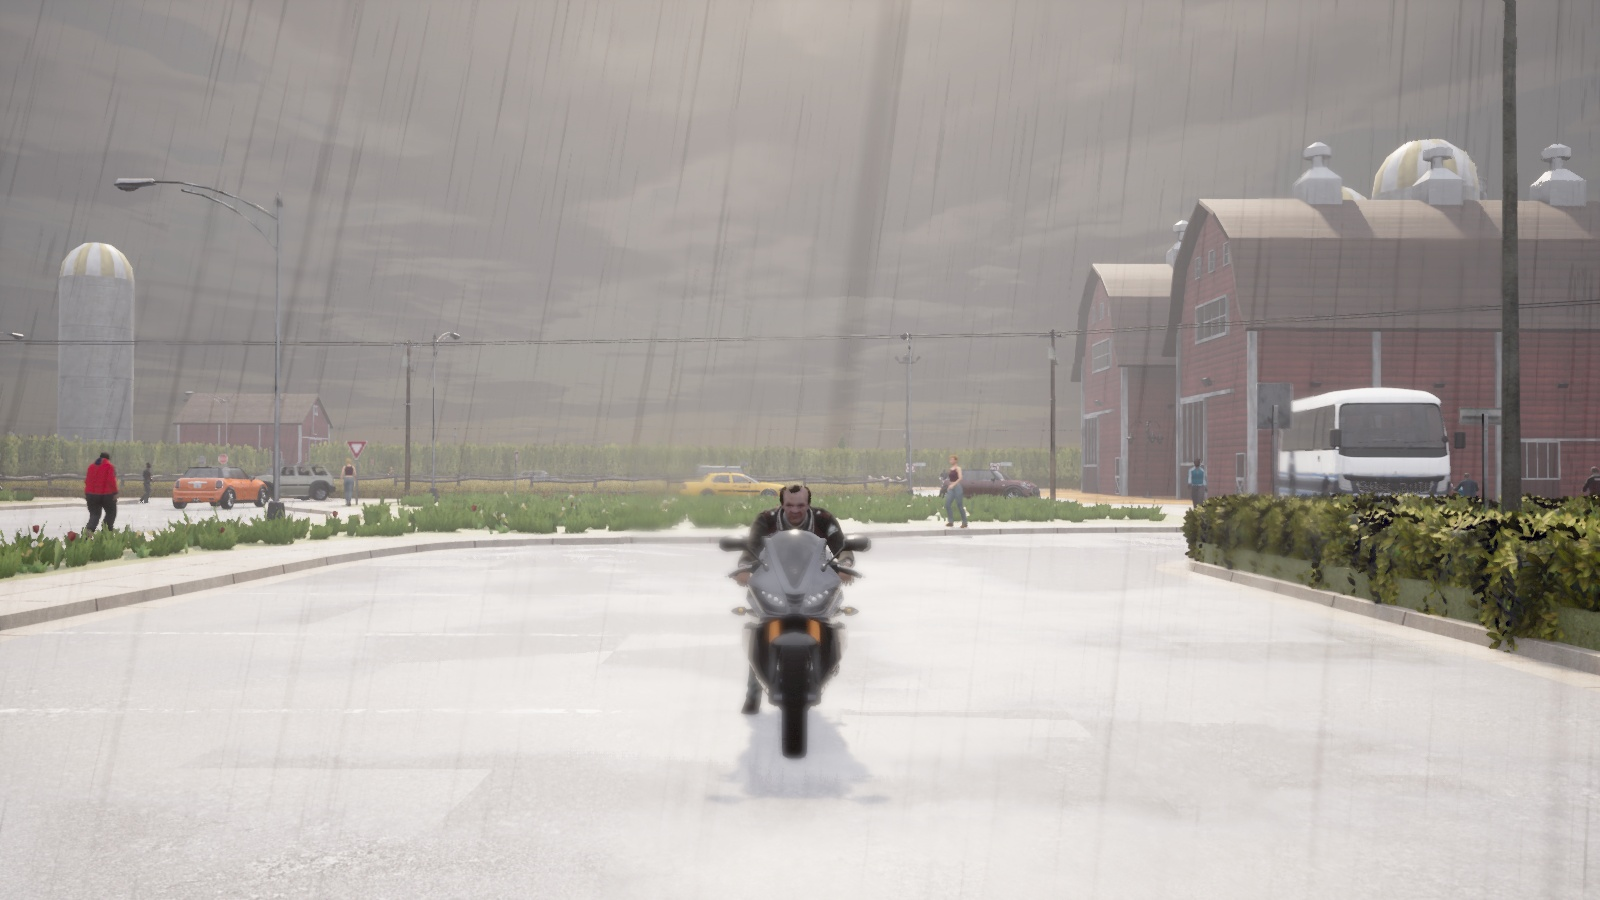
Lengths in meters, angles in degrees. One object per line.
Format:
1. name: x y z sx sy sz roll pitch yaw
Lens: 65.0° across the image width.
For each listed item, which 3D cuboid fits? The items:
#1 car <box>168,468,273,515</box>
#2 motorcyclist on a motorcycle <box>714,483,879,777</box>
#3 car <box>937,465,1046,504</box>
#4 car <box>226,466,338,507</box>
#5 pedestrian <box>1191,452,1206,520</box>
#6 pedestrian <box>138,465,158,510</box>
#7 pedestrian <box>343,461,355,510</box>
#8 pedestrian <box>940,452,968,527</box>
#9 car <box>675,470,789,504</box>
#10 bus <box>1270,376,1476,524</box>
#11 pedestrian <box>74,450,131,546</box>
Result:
1. car: -22.878 1.599 49.820 2.097 1.767 4.553 0 -1 -1
2. motorcyclist on a motorcycle: -0.023 0.979 7.742 0.866 1.530 2.191 0 -1 0
3. car: 8.884 1.589 58.284 4.553 1.767 2.097 -1 -1 26
4. car: -24.785 1.739 60.197 1.932 1.855 4.605 -2 -2 41
5. pedestrian: 11.535 1.033 36.376 0.396 1.930 0.692 -1 -1 17
6. pedestrian: -28.418 1.640 54.766 0.666 1.930 0.402 0 -1 -6
7. pedestrian: -17.011 1.331 47.361 0.345 1.836 0.594 0 -1 -14
8. pedestrian: 3.824 0.976 31.105 0.594 1.836 0.345 0 -1 -29
9. car: -3.219 1.778 60.367 5.366 1.575 1.801 0 -1 0
10. bus: 18.477 0.048 41.474 3.944 4.253 10.273 0 -1 11
11. pedestrian: -13.669 0.937 24.630 0.634 1.844 0.899 0 -1 -3
